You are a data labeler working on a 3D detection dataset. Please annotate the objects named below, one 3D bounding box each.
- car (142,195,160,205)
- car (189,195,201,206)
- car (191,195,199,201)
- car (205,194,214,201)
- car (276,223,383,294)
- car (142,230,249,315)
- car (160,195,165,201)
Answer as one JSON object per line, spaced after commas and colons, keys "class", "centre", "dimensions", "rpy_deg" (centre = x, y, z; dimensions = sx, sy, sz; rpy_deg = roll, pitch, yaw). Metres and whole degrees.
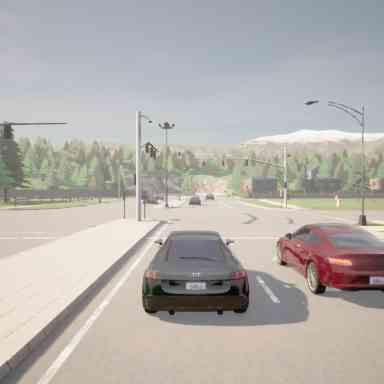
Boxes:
{"class": "car", "centre": [-7.534, 1.352, 59.283], "dimensions": [2.097, 1.767, 4.553], "rpy_deg": [0, 0, 1]}
{"class": "car", "centre": [0.505, 1.563, 56.652], "dimensions": [1.994, 1.385, 4.181], "rpy_deg": [0, 0, 1]}
{"class": "car", "centre": [0.856, 1.428, 82.108], "dimensions": [1.895, 1.301, 4.718], "rpy_deg": [0, 0, 1]}
{"class": "car", "centre": [4.355, 1.188, 82.002], "dimensions": [2.097, 1.767, 4.553], "rpy_deg": [0, 0, 1]}
{"class": "car", "centre": [3.556, 1.526, 8.651], "dimensions": [1.812, 1.442, 4.674], "rpy_deg": [0, 0, 0]}
{"class": "car", "centre": [0.058, 1.564, 7.649], "dimensions": [1.994, 1.385, 4.181], "rpy_deg": [0, 0, 0]}
{"class": "car", "centre": [-7.234, 1.388, 75.640], "dimensions": [2.033, 1.411, 5.357], "rpy_deg": [0, 0, 1]}
